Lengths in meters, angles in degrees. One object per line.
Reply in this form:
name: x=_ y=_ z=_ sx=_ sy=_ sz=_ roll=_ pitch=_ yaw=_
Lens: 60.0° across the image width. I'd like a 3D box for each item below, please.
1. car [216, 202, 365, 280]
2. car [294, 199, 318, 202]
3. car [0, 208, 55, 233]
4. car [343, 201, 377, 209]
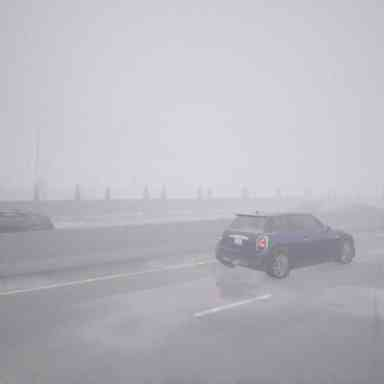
car: x=2.978 y=1.349 z=10.170 sx=4.553 sy=1.767 sz=2.097 roll=0 pitch=0 yaw=-35
car: x=11.162 y=1.506 z=33.423 sx=4.892 sy=1.490 sz=1.837 roll=0 pitch=0 yaw=-35
car: x=-8.801 y=1.492 z=14.910 sx=4.902 sy=1.511 sz=2.128 roll=0 pitch=0 yaw=-35
car: x=12.331 y=1.477 z=25.668 sx=5.008 sy=1.535 sz=1.882 roll=0 pitch=0 yaw=-35
